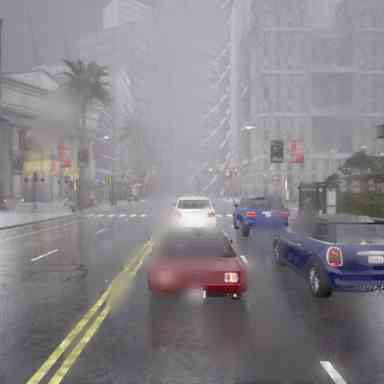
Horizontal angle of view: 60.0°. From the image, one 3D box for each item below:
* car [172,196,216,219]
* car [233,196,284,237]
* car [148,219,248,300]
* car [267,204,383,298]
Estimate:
[{"bbox_3d":[0.107,1.221,18.123,2.150,2.045,5.566,0,0,0],"label":"car"},{"bbox_3d":[3.607,1.221,18.265,2.150,2.045,5.566,0,0,0],"label":"car"},{"bbox_3d":[0.109,1.601,8.356,1.895,1.301,4.718,0,0,0],"label":"car"},{"bbox_3d":[3.620,1.352,8.686,2.097,1.767,4.553,0,0,0],"label":"car"}]
